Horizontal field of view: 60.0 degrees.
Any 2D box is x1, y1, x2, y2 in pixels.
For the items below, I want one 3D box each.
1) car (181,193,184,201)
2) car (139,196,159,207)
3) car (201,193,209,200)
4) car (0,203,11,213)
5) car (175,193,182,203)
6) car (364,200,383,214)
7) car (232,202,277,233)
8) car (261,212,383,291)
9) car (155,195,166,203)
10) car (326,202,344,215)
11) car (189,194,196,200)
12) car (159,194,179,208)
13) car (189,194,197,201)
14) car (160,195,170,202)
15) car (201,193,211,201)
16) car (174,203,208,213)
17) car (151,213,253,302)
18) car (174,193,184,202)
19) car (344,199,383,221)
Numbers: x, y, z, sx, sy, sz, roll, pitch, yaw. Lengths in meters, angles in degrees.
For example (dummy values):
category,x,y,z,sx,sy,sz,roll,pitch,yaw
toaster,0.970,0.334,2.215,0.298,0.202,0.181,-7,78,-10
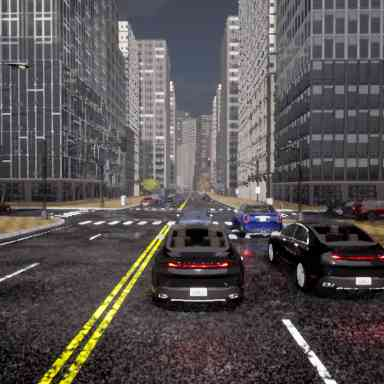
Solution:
category,x,y,z,sx,sy,sz,roll,pitch,yaw
car,-3.099,1.466,67.430,1.812,1.442,4.674,0,0,1
car,-6.461,1.489,49.042,1.812,1.442,4.674,0,0,2
car,3.483,1.094,89.717,2.097,1.767,4.553,0,0,0
car,-20.032,1.314,31.790,5.008,1.535,1.882,1,1,1
car,-3.184,1.458,57.609,1.837,1.490,4.892,0,0,0
car,21.905,1.642,36.779,4.829,1.417,1.752,1,0,1
car,3.395,1.341,18.029,2.097,1.767,4.553,0,0,0
car,3.373,1.500,8.946,1.837,1.490,4.892,0,0,0
car,-6.343,1.417,67.651,1.882,1.535,5.008,0,0,0
car,16.371,1.615,34.294,4.892,1.490,1.837,1,1,1
car,0.234,1.383,90.175,1.882,1.535,5.008,0,0,0
car,-3.215,1.469,48.270,1.837,1.490,4.892,0,0,0
car,0.204,1.449,78.514,1.812,1.442,4.674,0,0,0
car,-6.299,1.450,77.921,1.812,1.442,4.674,0,0,0
car,3.456,1.393,79.328,1.882,1.535,5.008,0,0,0
car,0.146,1.537,17.794,2.033,1.411,5.357,0,0,0
car,0.119,1.501,8.239,1.837,1.490,4.892,0,0,0
car,-3.049,1.151,77.882,2.150,2.045,5.566,0,0,0
car,16.274,1.518,28.507,5.009,1.841,2.192,1,0,1
